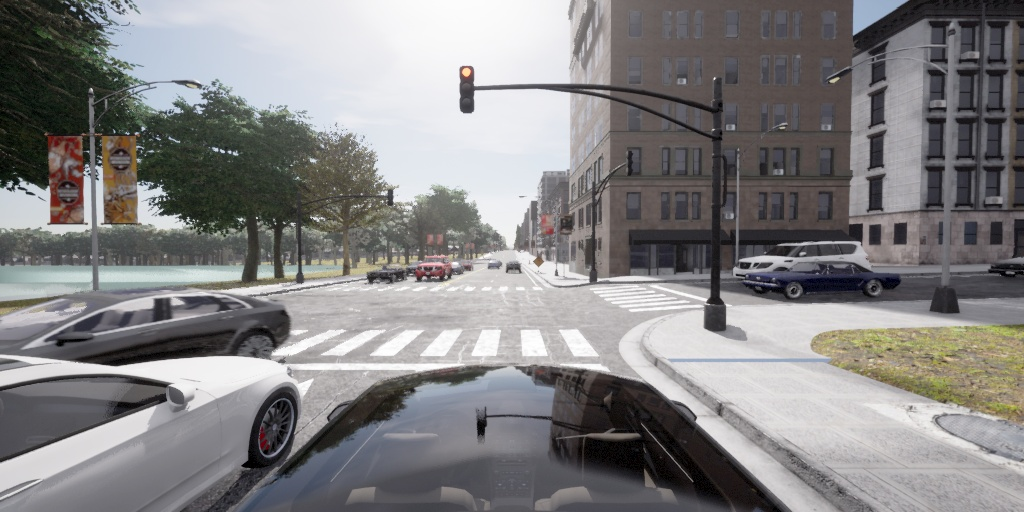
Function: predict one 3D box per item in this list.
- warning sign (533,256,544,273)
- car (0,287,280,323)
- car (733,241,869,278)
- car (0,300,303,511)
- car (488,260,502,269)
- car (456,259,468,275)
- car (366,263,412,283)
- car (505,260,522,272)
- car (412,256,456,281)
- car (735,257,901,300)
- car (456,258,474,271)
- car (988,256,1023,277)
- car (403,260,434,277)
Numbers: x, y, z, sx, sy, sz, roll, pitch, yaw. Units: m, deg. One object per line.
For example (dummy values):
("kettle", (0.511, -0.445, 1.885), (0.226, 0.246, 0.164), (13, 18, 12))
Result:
("warning sign", (2.934, 0.903, 39.872), (1.300, 1.860, 1.060), (0, 0, 0))
("car", (-5.597, 1.240, 4.977), (2.128, 1.511, 4.902), (0, 0, 16))
("car", (13.601, 0.354, 16.951), (5.566, 2.045, 2.150), (-2, 1, -2))
("car", (-3.167, 1.276, 1.922), (1.812, 1.442, 4.674), (0, 0, 0))
("car", (-3.019, 1.383, 60.092), (2.033, 1.411, 5.357), (0, 0, 0))
("car", (-6.510, 1.352, 40.047), (1.994, 1.385, 4.181), (0, 0, 1))
("car", (-9.792, 1.366, 28.469), (1.895, 1.301, 4.718), (0, 0, 0))
("car", (0.202, 1.310, 46.708), (1.837, 1.490, 4.892), (0, 0, 0))
("car", (-6.537, 0.990, 30.659), (2.150, 2.045, 5.566), (0, 0, 0))
("car", (11.568, 0.861, 13.660), (4.718, 1.301, 1.895), (-2, 1, -1))
("car", (-6.483, 1.292, 49.952), (1.882, 1.535, 5.008), (0, 0, 0))
("car", (26.276, 0.333, 17.003), (5.357, 1.411, 2.033), (-2, 1, 0))
("car", (-9.768, 1.261, 37.873), (1.882, 1.535, 5.008), (0, 0, 0))
